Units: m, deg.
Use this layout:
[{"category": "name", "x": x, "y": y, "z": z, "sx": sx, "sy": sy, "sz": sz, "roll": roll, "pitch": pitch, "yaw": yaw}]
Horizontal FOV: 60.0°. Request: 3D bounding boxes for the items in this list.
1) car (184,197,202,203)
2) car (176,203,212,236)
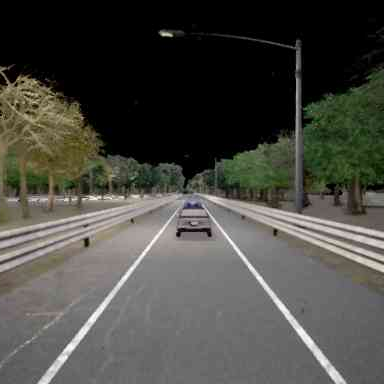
[{"category": "car", "x": 0.102, "y": 1.323, "z": 39.337, "sx": 2.097, "sy": 1.767, "sz": 4.553, "roll": 0, "pitch": 0, "yaw": 0}, {"category": "car", "x": 0.100, "y": 1.539, "z": 18.435, "sx": 2.033, "sy": 1.411, "sz": 5.357, "roll": 0, "pitch": 0, "yaw": 0}]
